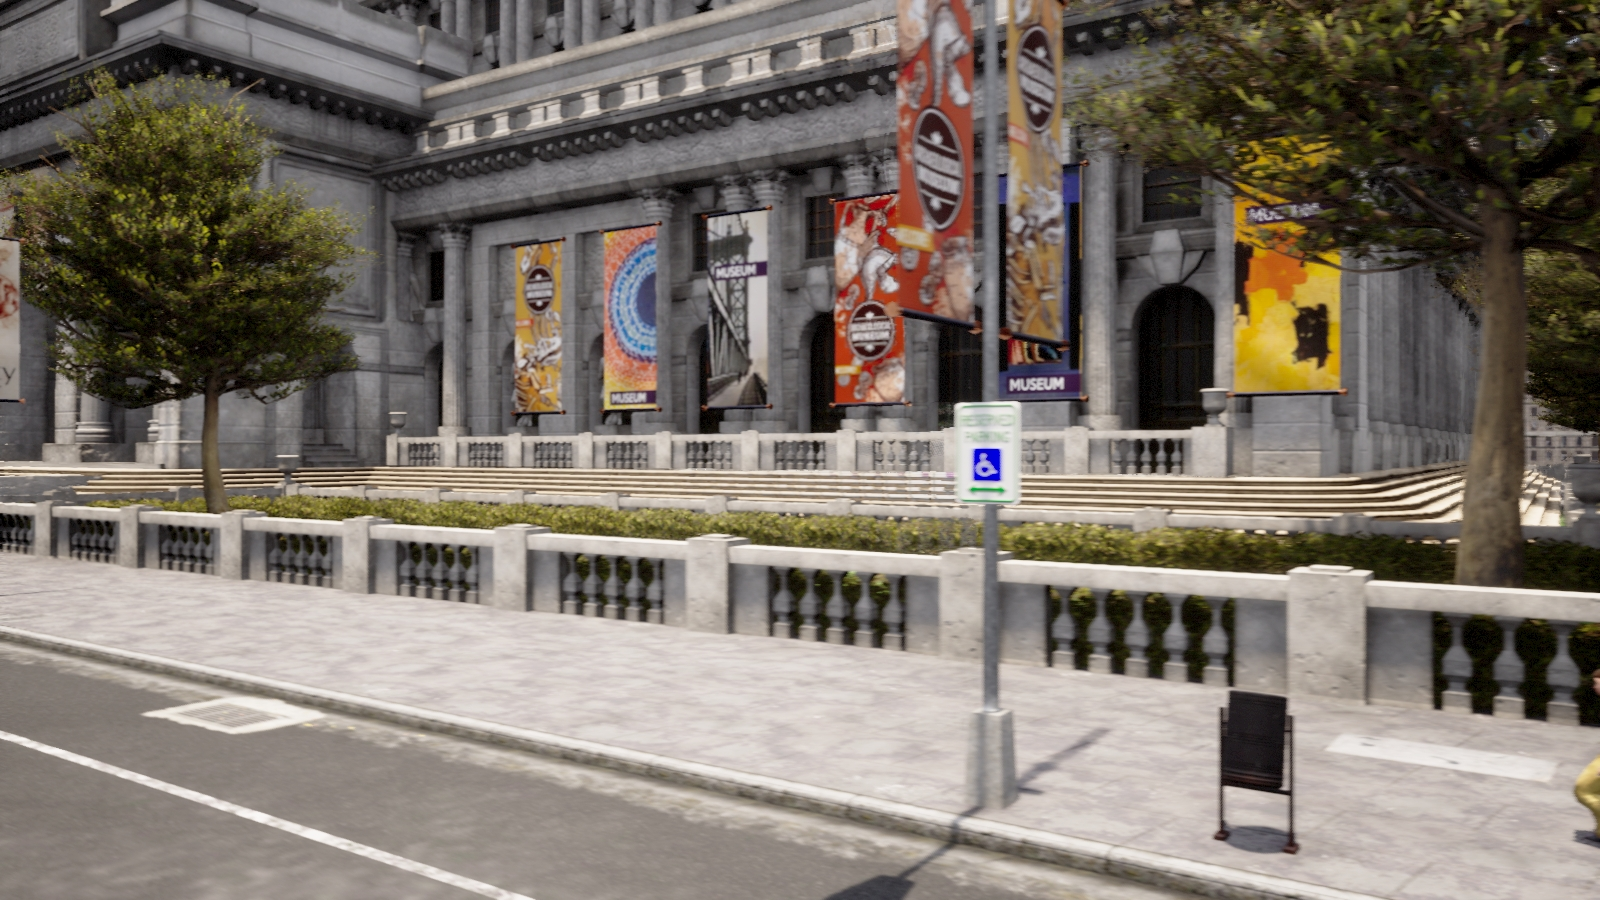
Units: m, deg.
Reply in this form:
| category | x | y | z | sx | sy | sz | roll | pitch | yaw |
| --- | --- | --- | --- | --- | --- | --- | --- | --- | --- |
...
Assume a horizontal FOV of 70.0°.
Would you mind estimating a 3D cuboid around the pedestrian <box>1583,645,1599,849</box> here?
| category | x | y | z | sx | sy | sz | roll | pitch | yaw |
| --- | --- | --- | --- | --- | --- | --- | --- | --- | --- |
| pedestrian | 5.463 | 1.975 | 7.551 | 0.375 | 1.300 | 0.375 | 0 | 0 | -38 |
